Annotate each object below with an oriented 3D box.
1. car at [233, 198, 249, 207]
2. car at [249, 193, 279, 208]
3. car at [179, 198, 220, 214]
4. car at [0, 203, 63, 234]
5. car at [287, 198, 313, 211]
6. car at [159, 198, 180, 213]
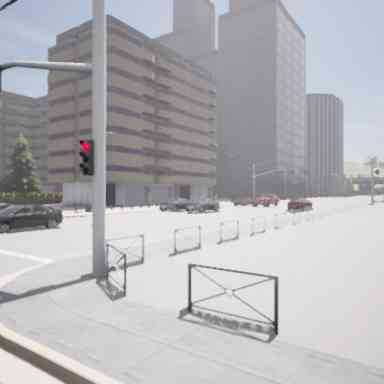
[{"bbox_3d":[8.232,1.589,51.600,1.895,1.301,4.718,0,0,35],"label":"car"},{"bbox_3d":[11.111,1.201,49.608,2.150,2.045,5.566,0,0,35],"label":"car"},{"bbox_3d":[1.217,1.475,35.471,2.128,1.511,4.902,0,0,35],"label":"car"},{"bbox_3d":[-9.919,1.489,19.300,1.837,1.490,4.892,0,0,33],"label":"car"},{"bbox_3d":[12.979,1.467,39.829,1.882,1.535,5.008,0,0,35],"label":"car"},{"bbox_3d":[-1.669,1.472,37.452,2.128,1.511,4.902,0,0,35],"label":"car"}]
